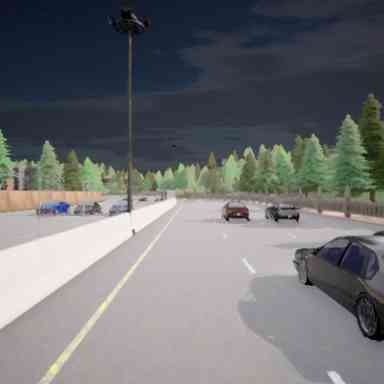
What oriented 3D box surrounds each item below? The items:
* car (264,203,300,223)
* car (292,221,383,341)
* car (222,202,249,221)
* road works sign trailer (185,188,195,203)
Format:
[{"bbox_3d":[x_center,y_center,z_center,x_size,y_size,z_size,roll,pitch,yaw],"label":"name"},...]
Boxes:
[{"bbox_3d":[7.091,1.577,26.526,2.128,1.511,4.902,0,0,0],"label":"car"},{"bbox_3d":[3.584,1.569,6.459,2.033,1.411,5.357,0,0,0],"label":"car"},{"bbox_3d":[3.593,1.569,28.090,1.882,1.535,5.008,0,0,0],"label":"car"},{"bbox_3d":[-0.601,0.725,80.482,2.380,3.560,2.880,0,0,-10],"label":"road works sign trailer"}]
